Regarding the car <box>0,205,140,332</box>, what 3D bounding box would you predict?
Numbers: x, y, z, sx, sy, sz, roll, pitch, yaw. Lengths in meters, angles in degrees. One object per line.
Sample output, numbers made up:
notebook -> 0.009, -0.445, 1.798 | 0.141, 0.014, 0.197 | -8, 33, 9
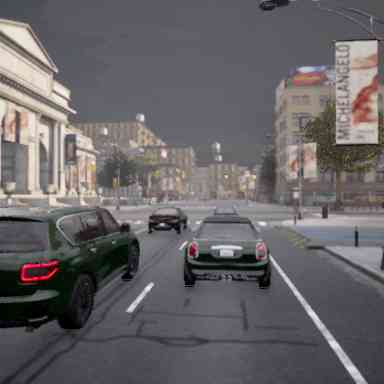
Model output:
car -> -2.748, 1.296, 7.236 | 2.150, 2.045, 5.566 | 0, 0, 5

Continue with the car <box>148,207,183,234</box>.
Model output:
car -> -1.403, 1.695, 20.988 | 1.882, 1.535, 5.008 | 0, -1, 6

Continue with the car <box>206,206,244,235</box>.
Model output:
car -> 2.138, 1.720, 21.320 | 2.128, 1.511, 4.902 | 0, -1, 6

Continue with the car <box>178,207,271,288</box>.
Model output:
car -> 1.001, 1.457, 9.801 | 2.097, 1.767, 4.553 | 0, -1, 5
